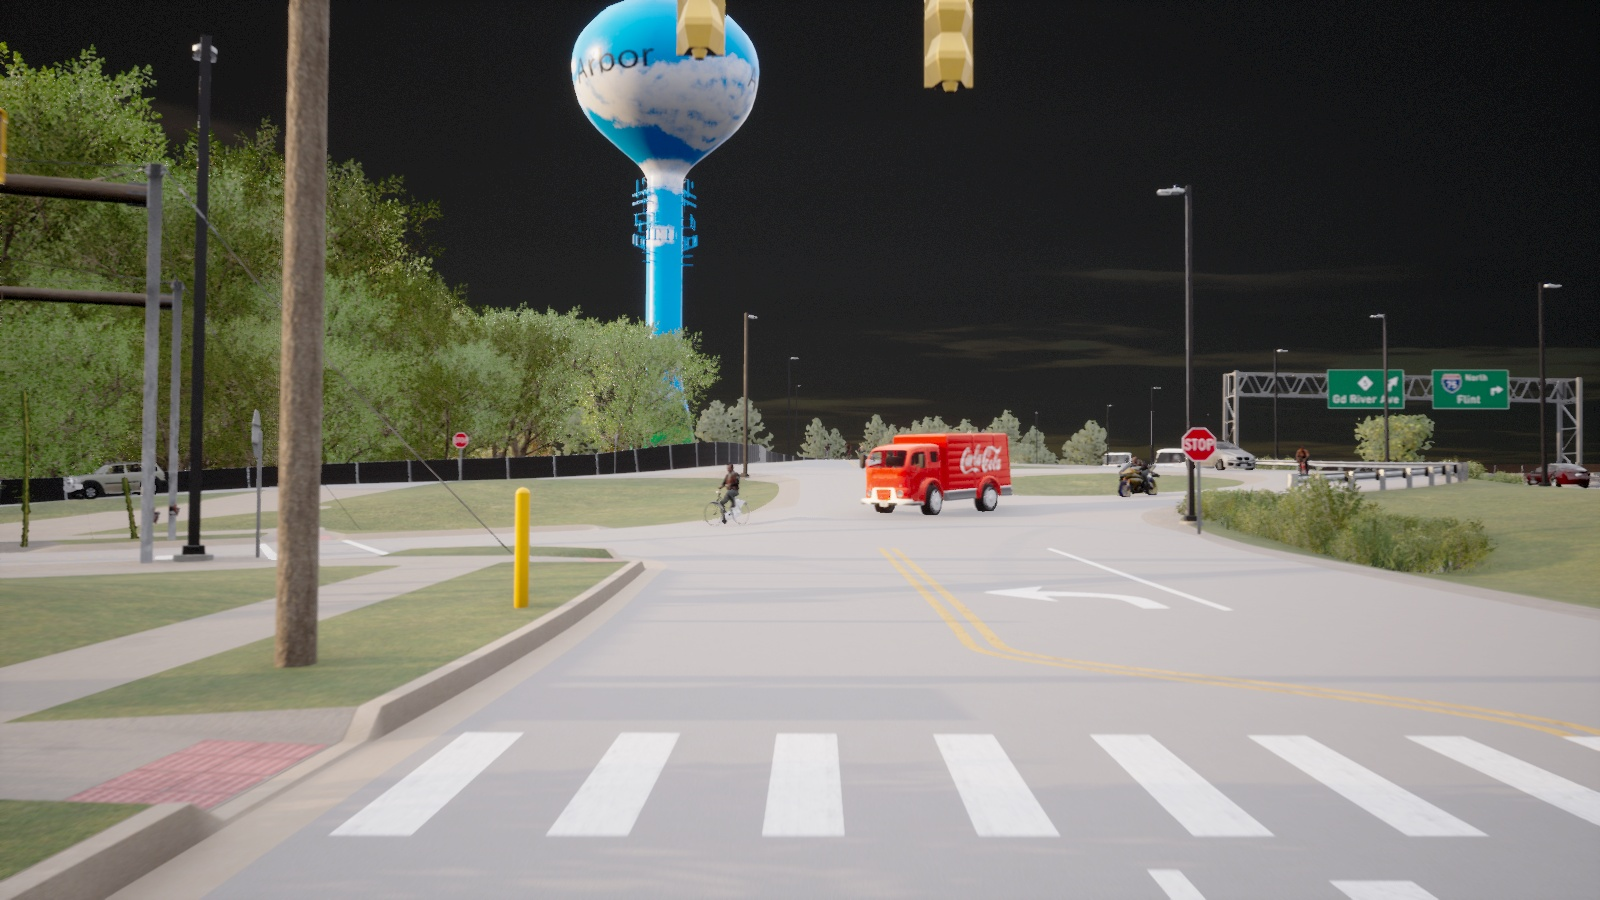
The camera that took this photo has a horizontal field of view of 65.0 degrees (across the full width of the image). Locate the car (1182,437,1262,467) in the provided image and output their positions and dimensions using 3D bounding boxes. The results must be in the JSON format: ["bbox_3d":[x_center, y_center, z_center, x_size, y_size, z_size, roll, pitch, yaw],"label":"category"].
[{"bbox_3d":[24.664,0.088,73.604,2.242,1.667,4.611,0,1,-16],"label":"car"}]

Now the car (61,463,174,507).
[{"bbox_3d":[-34.936,1.787,64.334,1.932,1.855,4.605,-2,2,43],"label":"car"}]

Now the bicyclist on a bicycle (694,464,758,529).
[{"bbox_3d":[-2.082,1.291,35.451,0.659,1.776,1.843,-4,-3,39],"label":"bicyclist on a bicycle"}]

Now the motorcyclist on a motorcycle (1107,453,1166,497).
[{"bbox_3d":[12.352,0.911,46.120,2.191,1.530,0.866,-2,-1,-38],"label":"motorcyclist on a motorcycle"}]

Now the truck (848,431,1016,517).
[{"bbox_3d":[4.245,0.695,39.622,2.627,2.467,5.204,-1,1,42],"label":"truck"}]

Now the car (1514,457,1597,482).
[{"bbox_3d":[45.922,1.195,76.474,2.163,1.488,4.792,0,-1,1],"label":"car"}]
